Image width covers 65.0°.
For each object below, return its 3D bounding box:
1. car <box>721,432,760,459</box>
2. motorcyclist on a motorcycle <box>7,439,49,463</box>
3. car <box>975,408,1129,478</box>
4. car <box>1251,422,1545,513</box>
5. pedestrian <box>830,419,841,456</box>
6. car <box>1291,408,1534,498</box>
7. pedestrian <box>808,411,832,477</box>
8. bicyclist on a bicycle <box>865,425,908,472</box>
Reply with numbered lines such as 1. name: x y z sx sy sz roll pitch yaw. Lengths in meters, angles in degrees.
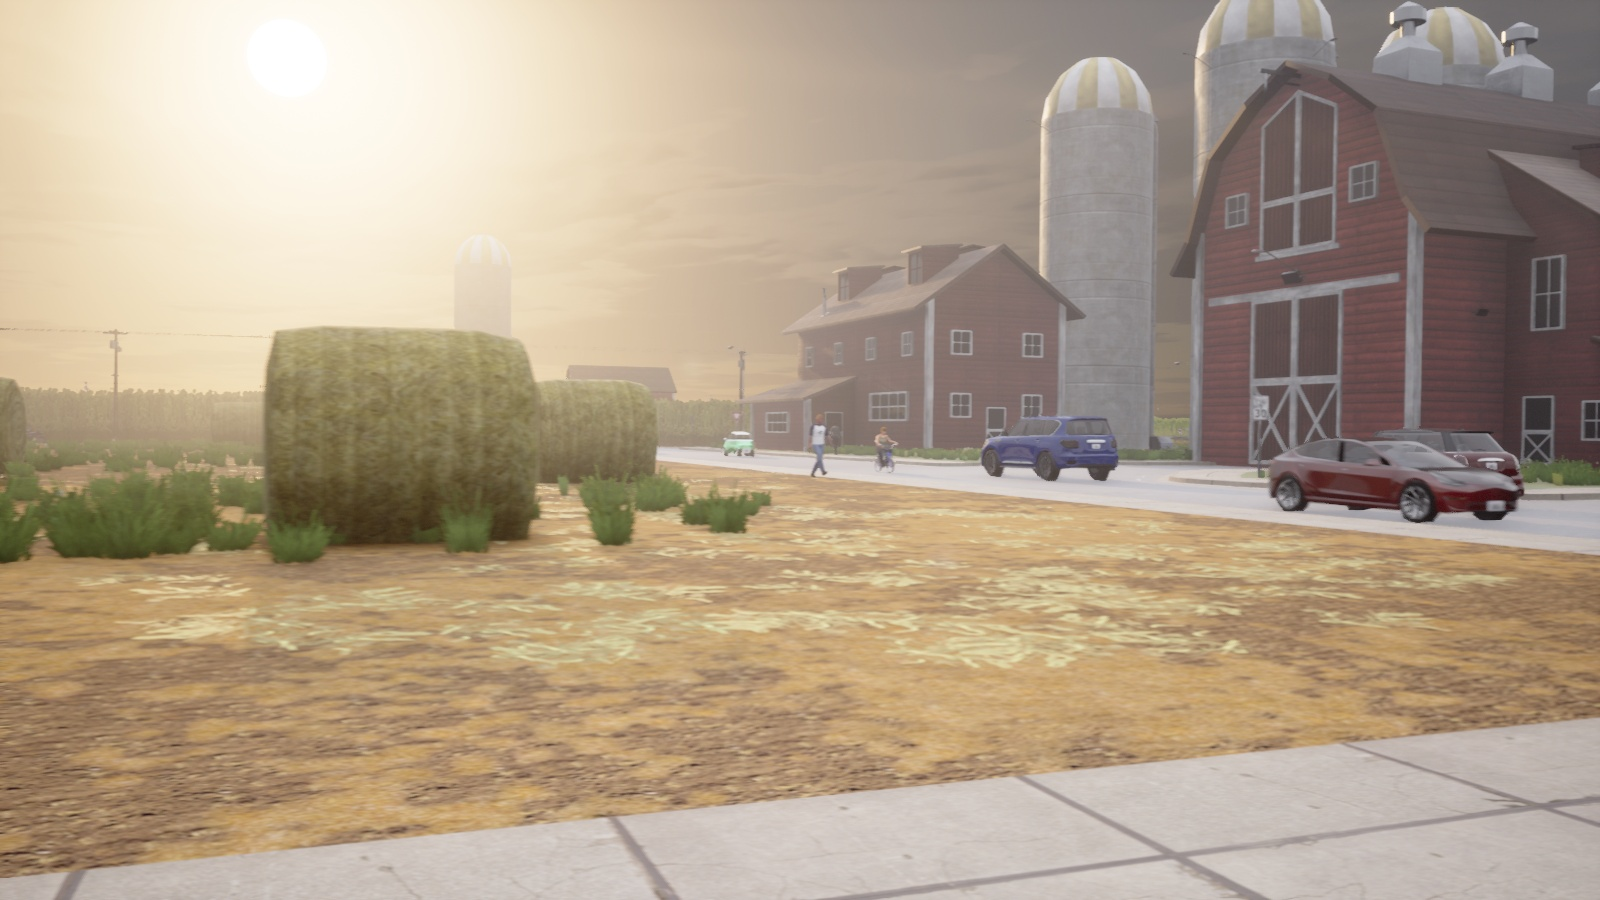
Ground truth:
1. car: -3.261 -0.258 68.763 1.481 1.376 2.207 -1 1 -22
2. motorcyclist on a motorcycle: -49.680 0.055 80.838 2.191 1.530 0.866 -1 1 -21
3. car: 8.025 -0.270 40.583 2.150 2.045 5.566 -2 2 -22
4. car: 11.044 0.263 23.651 2.163 1.488 4.792 -1 1 -22
5. pedestrian: 1.919 -0.685 67.278 0.423 1.949 0.788 -1 1 -11
6. car: 13.258 0.032 27.525 2.097 1.767 4.553 -1 1 -22
7. pedestrian: 0.568 -0.168 35.652 0.354 1.836 0.706 -1 1 -27
8. bicyclist on a bicycle: 3.001 -0.062 43.700 0.866 1.612 1.509 -1 2 -22
